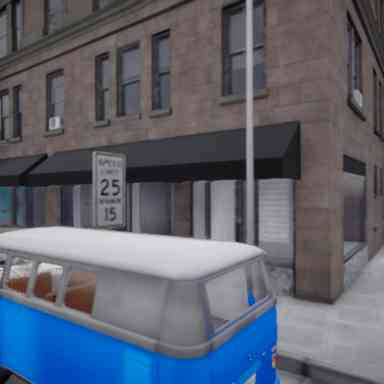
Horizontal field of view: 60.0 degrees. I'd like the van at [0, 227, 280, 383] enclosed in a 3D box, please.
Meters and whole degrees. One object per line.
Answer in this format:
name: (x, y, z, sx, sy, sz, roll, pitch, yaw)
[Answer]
van: (-1.045, 1.368, 3.821, 3.998, 1.788, 1.690, -1, 0, 36)
